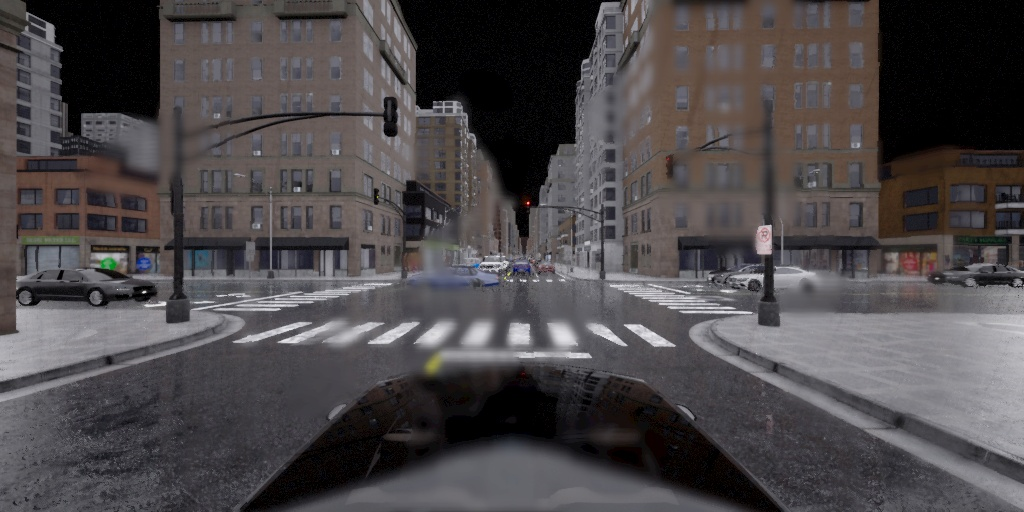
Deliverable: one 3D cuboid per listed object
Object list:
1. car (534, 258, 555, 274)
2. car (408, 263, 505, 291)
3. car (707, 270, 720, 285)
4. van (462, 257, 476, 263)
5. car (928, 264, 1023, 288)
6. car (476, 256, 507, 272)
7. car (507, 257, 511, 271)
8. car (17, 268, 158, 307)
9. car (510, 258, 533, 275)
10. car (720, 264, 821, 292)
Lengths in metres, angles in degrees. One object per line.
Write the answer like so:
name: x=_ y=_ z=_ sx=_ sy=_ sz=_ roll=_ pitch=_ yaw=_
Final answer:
car: x=3.869 y=1.209 z=40.976 sx=1.967 sy=1.591 sz=4.097 roll=0 pitch=0 yaw=2
car: x=-3.289 y=1.290 z=21.186 sx=5.357 sy=1.411 sz=2.033 roll=0 pitch=0 yaw=2
car: x=15.677 y=1.257 z=23.871 sx=4.902 sy=1.511 sz=2.128 roll=0 pitch=0 yaw=2
van: x=-4.652 y=1.111 z=41.272 sx=1.690 sy=1.789 sz=3.998 roll=0 pitch=0 yaw=2
car: x=30.372 y=1.291 z=23.429 sx=4.892 sy=1.490 sz=1.837 roll=0 pitch=0 yaw=2
car: x=-2.040 y=0.987 z=37.094 sx=2.150 sy=2.045 sz=5.566 roll=0 pitch=0 yaw=2
car: x=-1.672 y=0.997 z=47.543 sx=2.150 sy=2.045 sz=5.566 roll=0 pitch=0 yaw=2
car: x=-17.625 y=1.239 z=14.909 sx=4.892 sy=1.490 sz=1.837 roll=0 pitch=0 yaw=2
car: x=1.106 y=1.245 z=38.784 sx=1.882 sy=1.535 sz=5.008 roll=0 pitch=0 yaw=3
car: x=15.002 y=1.291 z=20.638 sx=4.674 sy=1.442 sz=1.812 roll=0 pitch=0 yaw=3
